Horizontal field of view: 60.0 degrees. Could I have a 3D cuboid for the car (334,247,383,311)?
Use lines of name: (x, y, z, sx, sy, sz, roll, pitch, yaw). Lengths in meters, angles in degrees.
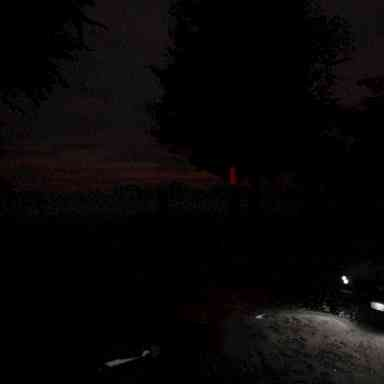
car: (5.347, 1.566, 7.193, 5.357, 1.411, 2.033, 0, 0, -36)
